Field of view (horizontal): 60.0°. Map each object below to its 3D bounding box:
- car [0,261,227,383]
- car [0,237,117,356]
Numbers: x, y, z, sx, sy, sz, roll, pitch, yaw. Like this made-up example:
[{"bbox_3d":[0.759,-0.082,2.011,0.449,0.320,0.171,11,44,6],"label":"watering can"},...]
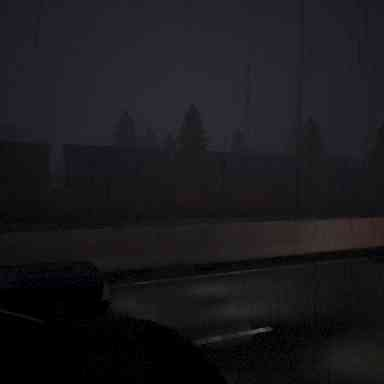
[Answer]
[{"bbox_3d":[-2.054,1.491,2.044,4.902,1.511,2.128,0,0,-23],"label":"car"},{"bbox_3d":[-3.718,1.601,5.141,4.718,1.301,1.895,0,0,-23],"label":"car"}]
